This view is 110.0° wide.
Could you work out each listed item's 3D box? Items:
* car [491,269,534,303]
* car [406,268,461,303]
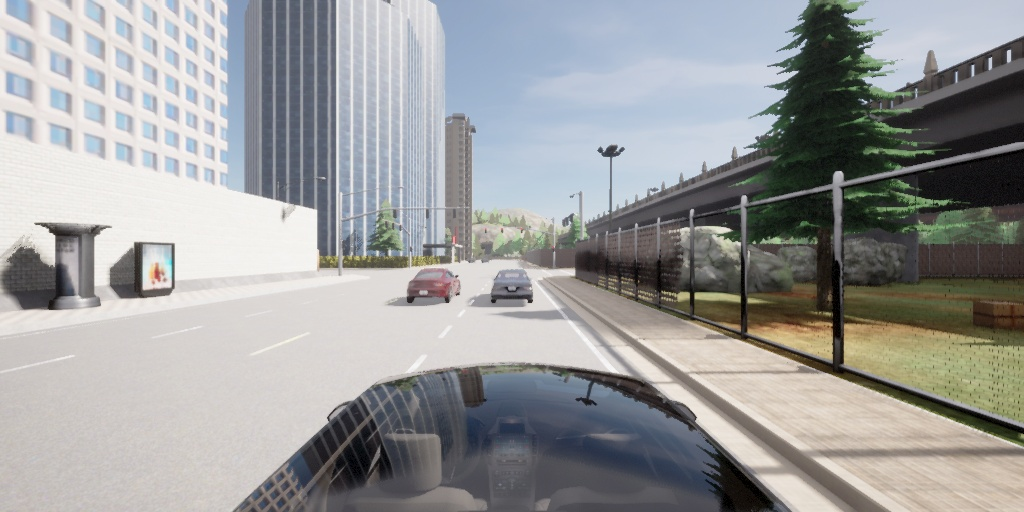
[{"bbox_3d":[0.000,1.312,16.500,2.033,1.411,5.357,0,0,0],"label":"car"},{"bbox_3d":[-3.500,1.282,16.500,1.812,1.442,4.674,0,0,0],"label":"car"}]
